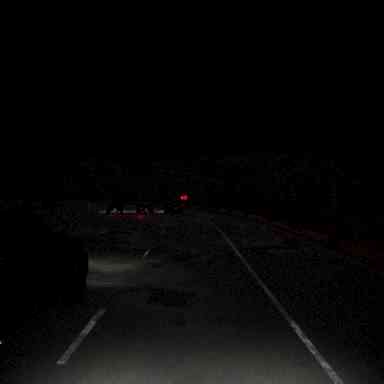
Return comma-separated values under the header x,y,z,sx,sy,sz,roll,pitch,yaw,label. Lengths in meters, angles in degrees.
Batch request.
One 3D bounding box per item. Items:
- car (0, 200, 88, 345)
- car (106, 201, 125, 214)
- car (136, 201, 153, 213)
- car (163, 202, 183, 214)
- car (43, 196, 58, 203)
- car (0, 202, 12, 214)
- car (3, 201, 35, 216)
x,y,z,sx,sy,sz,roll,pitch,yaw,label
-3.397,1.261,5.120,2.150,2.045,5.566,0,0,0,car
-9.270,1.809,40.188,1.837,1.490,4.892,0,-1,-12,car
-5.827,1.837,40.808,1.812,1.442,4.674,0,-1,-12,car
-2.322,1.876,40.992,1.994,1.385,4.181,0,0,-12,car
-31.273,1.712,73.483,2.033,1.411,5.357,0,-1,-35,car
-24.010,1.914,41.225,1.895,1.301,4.718,0,0,-15,car
-19.738,1.781,38.182,2.128,1.511,4.902,0,0,-12,car
